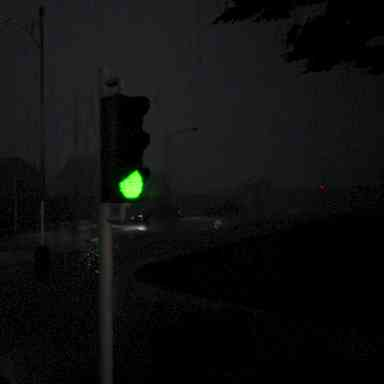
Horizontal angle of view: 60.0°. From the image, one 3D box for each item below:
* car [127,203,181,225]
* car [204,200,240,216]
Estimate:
[{"bbox_3d":[-2.843,1.620,25.654,1.837,1.490,4.892,0,0,36],"label":"car"},{"bbox_3d":[3.116,1.593,33.950,1.882,1.535,5.008,0,0,36],"label":"car"}]
